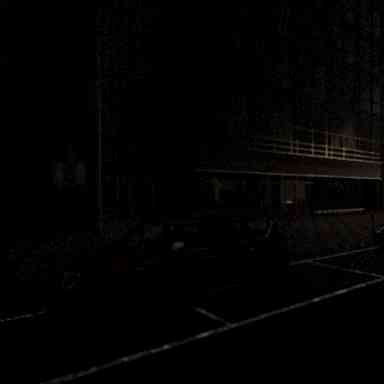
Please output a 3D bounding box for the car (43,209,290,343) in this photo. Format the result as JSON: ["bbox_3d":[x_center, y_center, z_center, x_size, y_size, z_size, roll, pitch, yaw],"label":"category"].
[{"bbox_3d":[-0.178,1.317,6.638,5.009,1.841,2.192,0,0,-35],"label":"car"}]

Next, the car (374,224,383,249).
[{"bbox_3d":[9.005,1.451,13.188,4.097,1.590,1.967,0,0,-35],"label":"car"}]

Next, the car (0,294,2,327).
[{"bbox_3d":[-4.769,1.315,3.364,5.009,1.841,2.192,0,0,-35],"label":"car"}]
